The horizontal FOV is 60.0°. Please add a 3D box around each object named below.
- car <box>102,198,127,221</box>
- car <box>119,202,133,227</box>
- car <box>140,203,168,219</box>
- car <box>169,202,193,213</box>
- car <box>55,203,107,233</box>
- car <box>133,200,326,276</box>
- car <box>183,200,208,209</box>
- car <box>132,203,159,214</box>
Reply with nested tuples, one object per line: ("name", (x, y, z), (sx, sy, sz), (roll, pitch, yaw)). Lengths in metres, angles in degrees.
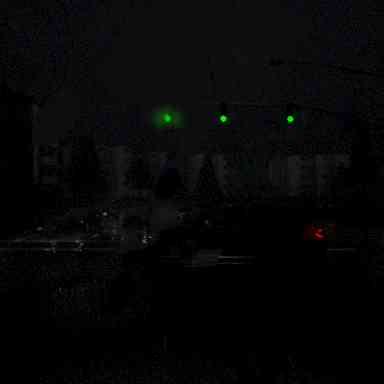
("car", (-7.544, 1.610, 32.052), (2.150, 2.045, 5.566), (0, -1, 2))
("car", (-4.013, 1.789, 25.546), (1.882, 1.535, 5.008), (0, -1, -1))
("car", (-3.949, 1.979, 35.369), (2.033, 1.411, 5.357), (0, -1, 4))
("car", (-1.453, 2.139, 46.962), (1.994, 1.385, 4.181), (0, -1, 20))
("car", (-7.394, 1.745, 22.119), (1.882, 1.535, 5.008), (0, -1, -1))
("car", (1.221, 1.359, 10.351), (5.566, 2.045, 2.150), (0, -1, 0))
("car", (0.691, 2.222, 59.399), (2.128, 1.511, 4.902), (0, -1, 34))
("car", (-6.065, 2.135, 43.901), (1.895, 1.301, 4.718), (0, -1, 15))
